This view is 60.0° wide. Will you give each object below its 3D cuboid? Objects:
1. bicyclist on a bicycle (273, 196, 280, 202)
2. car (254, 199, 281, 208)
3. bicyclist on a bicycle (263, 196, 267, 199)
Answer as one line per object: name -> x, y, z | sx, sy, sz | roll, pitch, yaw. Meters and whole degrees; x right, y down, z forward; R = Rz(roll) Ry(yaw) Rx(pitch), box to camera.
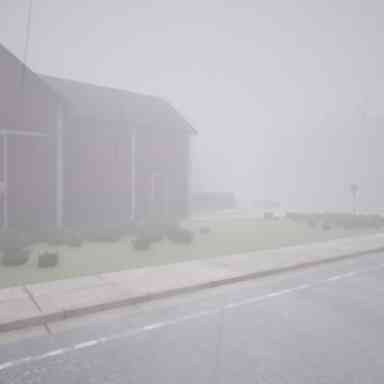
bicyclist on a bicycle -> 14.861, 1.481, 58.618 | 1.656, 1.620, 0.582 | 0, 0, -11
car -> 10.605, 1.591, 46.691 | 1.895, 1.301, 4.718 | 0, 0, -16
bicyclist on a bicycle -> 12.825, 1.485, 58.628 | 1.656, 1.620, 0.582 | 0, 0, -10
